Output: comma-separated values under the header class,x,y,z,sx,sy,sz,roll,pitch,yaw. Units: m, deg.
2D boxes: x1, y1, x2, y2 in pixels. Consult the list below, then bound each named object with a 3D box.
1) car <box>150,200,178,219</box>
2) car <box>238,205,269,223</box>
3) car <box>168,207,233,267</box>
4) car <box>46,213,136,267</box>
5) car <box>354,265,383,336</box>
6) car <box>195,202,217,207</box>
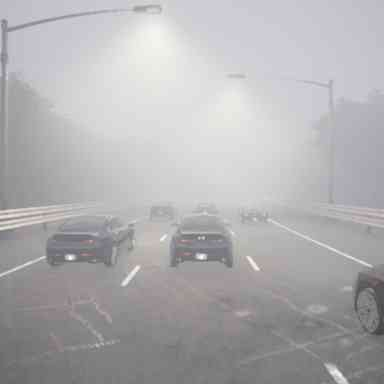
class,x,y,z,sx,sy,sz,roll,pitch,yaw
car,-2.297,1.454,28.323,1.882,1.535,5.008,0,0,4
car,4.487,1.587,25.110,1.895,1.301,4.718,0,0,4
car,0.329,1.495,11.432,1.837,1.490,4.892,0,0,2
car,-3.179,1.492,11.302,1.837,1.490,4.892,0,0,2
car,3.657,1.492,3.770,2.128,1.511,4.902,0,0,1
car,1.146,1.545,27.367,1.994,1.385,4.181,0,0,4
